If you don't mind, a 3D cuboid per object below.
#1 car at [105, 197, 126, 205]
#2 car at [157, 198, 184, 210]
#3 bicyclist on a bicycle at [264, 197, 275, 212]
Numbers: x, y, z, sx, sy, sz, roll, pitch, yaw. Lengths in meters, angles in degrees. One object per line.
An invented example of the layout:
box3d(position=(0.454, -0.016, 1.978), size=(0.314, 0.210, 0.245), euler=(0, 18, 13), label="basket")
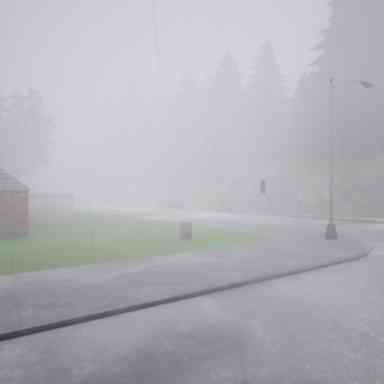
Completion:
box3d(position=(-13.140, 1.552, 57.283), size=(2.033, 1.411, 5.357), euler=(0, 0, -35), label="car")
box3d(position=(-2.763, 1.530, 42.806), size=(1.812, 1.442, 4.674), euler=(0, 0, -35), label="car")
box3d(position=(8.110, 1.355, 34.781), size=(1.656, 1.620, 0.582), euler=(0, 0, -36), label="bicyclist on a bicycle")
